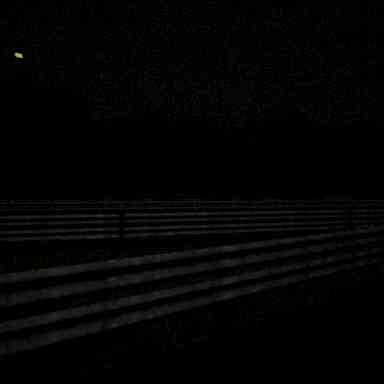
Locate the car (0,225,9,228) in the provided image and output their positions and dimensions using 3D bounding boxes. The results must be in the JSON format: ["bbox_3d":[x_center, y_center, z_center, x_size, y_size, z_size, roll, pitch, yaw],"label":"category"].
[{"bbox_3d":[-10.992,1.426,15.048,4.718,1.301,1.895,0,0,-18],"label":"car"}]
